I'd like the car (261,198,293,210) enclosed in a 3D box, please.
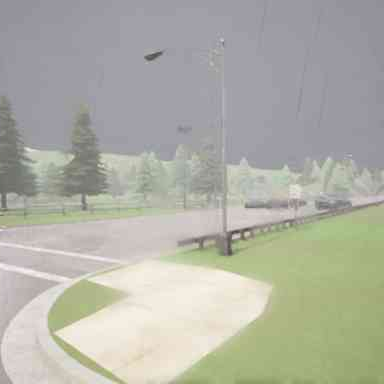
[{"bbox_3d":[12.156,1.719,47.535,2.128,1.511,4.902,-1,-1,35],"label":"car"}]

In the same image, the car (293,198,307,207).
[{"bbox_3d":[17.972,1.725,55.976,2.128,1.511,4.902,-1,-1,35],"label":"car"}]

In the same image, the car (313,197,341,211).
[{"bbox_3d":[17.395,1.648,42.823,1.837,1.490,4.892,-1,-1,35],"label":"car"}]

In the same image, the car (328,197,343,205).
[{"bbox_3d":[27.139,1.721,62.832,1.812,1.442,4.674,-1,-1,35],"label":"car"}]

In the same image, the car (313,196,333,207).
[{"bbox_3d":[21.656,1.543,54.970,2.097,1.767,4.553,-1,-1,35],"label":"car"}]

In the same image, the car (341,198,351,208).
[{"bbox_3d":[23.242,1.654,51.295,1.837,1.490,4.892,-1,-1,35],"label":"car"}]

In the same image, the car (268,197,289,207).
[{"bbox_3d":[15.101,1.753,57.976,1.882,1.535,5.008,-1,-1,35],"label":"car"}]

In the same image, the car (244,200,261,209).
[{"bbox_3d":[9.455,1.833,49.766,1.994,1.385,4.181,-1,-1,35],"label":"car"}]
